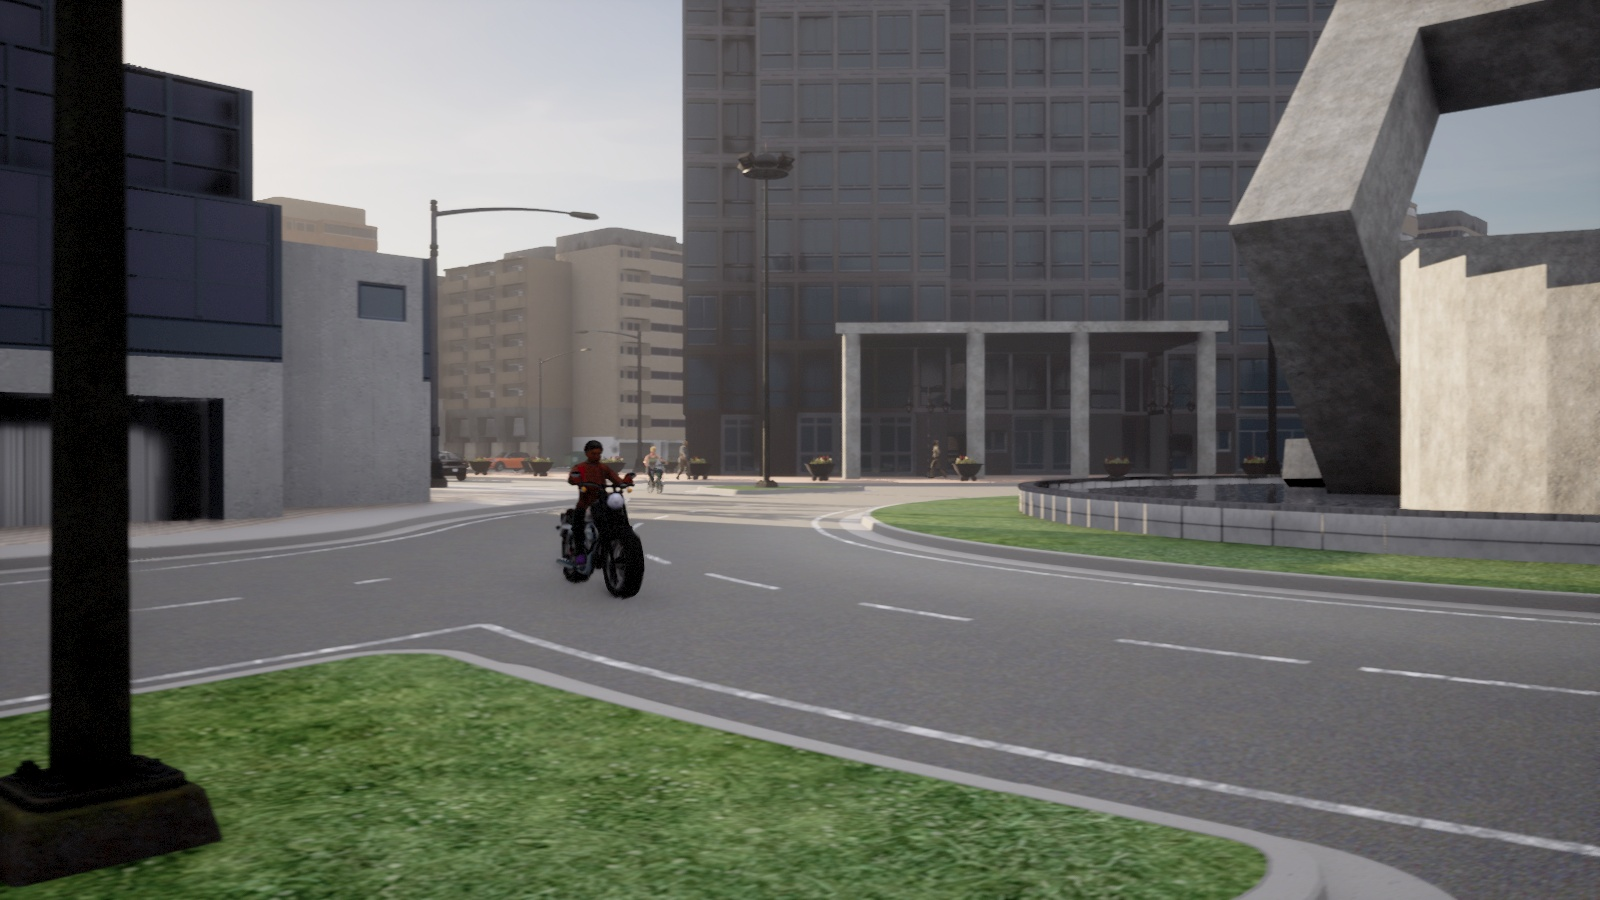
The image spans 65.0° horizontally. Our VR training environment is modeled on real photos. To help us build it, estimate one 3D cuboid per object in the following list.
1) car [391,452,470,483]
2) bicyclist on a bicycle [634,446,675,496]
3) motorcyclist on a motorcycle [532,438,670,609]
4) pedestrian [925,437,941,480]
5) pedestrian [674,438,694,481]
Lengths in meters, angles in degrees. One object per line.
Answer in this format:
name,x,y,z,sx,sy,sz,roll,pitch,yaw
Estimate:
car,-18.182,0.857,61.763,4.193,1.474,1.816,0,0,42
bicyclist on a bicycle,-4.866,0.701,41.929,0.866,1.612,1.509,-2,1,-25
motorcyclist on a motorcycle,-2.149,0.706,13.289,0.766,1.649,2.350,0,0,-26
pedestrian,6.030,0.366,56.723,0.692,1.930,0.396,0,0,8
pedestrian,-5.116,0.417,55.400,0.694,1.848,0.540,0,0,39
